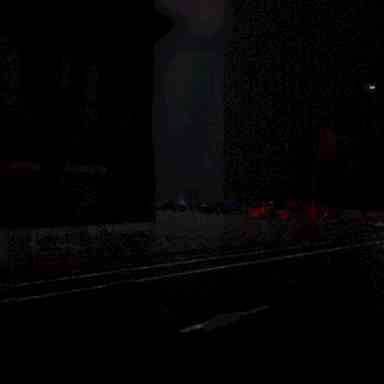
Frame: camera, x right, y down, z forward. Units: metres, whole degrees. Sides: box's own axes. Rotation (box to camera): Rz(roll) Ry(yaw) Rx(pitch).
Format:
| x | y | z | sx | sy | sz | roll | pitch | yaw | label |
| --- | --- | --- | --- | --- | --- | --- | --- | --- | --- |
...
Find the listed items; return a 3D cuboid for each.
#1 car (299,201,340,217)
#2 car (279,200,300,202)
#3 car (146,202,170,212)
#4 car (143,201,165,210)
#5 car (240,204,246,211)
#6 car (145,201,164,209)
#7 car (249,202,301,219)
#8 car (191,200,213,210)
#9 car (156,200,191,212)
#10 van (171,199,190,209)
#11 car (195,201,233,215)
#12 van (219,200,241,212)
| x | y | z | sx | sy | sz | roll | pitch | yaw | label |
| --- | --- | --- | --- | --- | --- | --- | --- | --- | --- |
| 15.421 | 2.171 | 40.060 | 1.887 | 1.381 | 4.507 | -1 | 0 | -35 | car |
| 12.474 | 2.011 | 44.211 | 2.192 | 1.841 | 5.009 | -1 | 0 | -35 | car |
| -5.693 | 2.456 | 55.035 | 1.887 | 1.381 | 4.507 | -1 | 0 | -35 | car |
| -7.055 | 2.522 | 61.728 | 1.837 | 1.490 | 4.892 | 0 | -1 | -35 | car |
| 9.535 | 2.347 | 48.358 | 1.802 | 1.307 | 4.206 | -1 | 0 | -35 | car |
| -7.755 | 2.624 | 67.895 | 1.812 | 1.442 | 4.674 | 0 | -1 | -35 | car |
| 8.564 | 2.103 | 34.989 | 1.752 | 1.417 | 4.829 | -1 | 0 | -35 | car |
| 0.690 | 2.396 | 56.030 | 2.128 | 1.511 | 4.902 | 0 | -1 | -35 | car |
| -2.865 | 2.161 | 51.055 | 2.192 | 1.841 | 5.009 | -1 | 0 | -35 | car |
| -2.243 | 2.380 | 64.955 | 1.690 | 1.788 | 3.998 | -1 | 0 | -35 | van |
| 2.802 | 2.264 | 43.091 | 2.008 | 1.369 | 4.403 | -1 | 0 | -35 | car |
| 6.587 | 2.175 | 52.509 | 1.690 | 1.788 | 3.998 | -1 | 0 | -35 | van |
